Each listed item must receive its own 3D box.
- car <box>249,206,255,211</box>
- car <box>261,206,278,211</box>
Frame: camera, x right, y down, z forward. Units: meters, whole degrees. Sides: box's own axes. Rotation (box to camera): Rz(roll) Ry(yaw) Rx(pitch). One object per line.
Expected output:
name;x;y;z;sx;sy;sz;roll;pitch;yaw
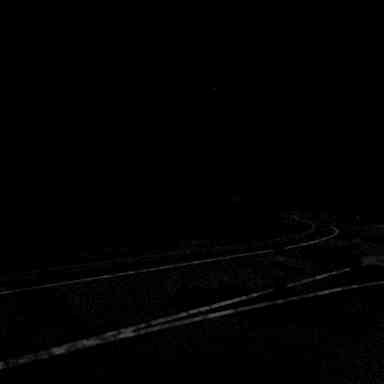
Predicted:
car;15.414;4.334;82.640;2.163;1.488;4.792;1;-4;-29
car;18.073;3.998;77.841;2.002;1.452;4.674;3;-5;-29
